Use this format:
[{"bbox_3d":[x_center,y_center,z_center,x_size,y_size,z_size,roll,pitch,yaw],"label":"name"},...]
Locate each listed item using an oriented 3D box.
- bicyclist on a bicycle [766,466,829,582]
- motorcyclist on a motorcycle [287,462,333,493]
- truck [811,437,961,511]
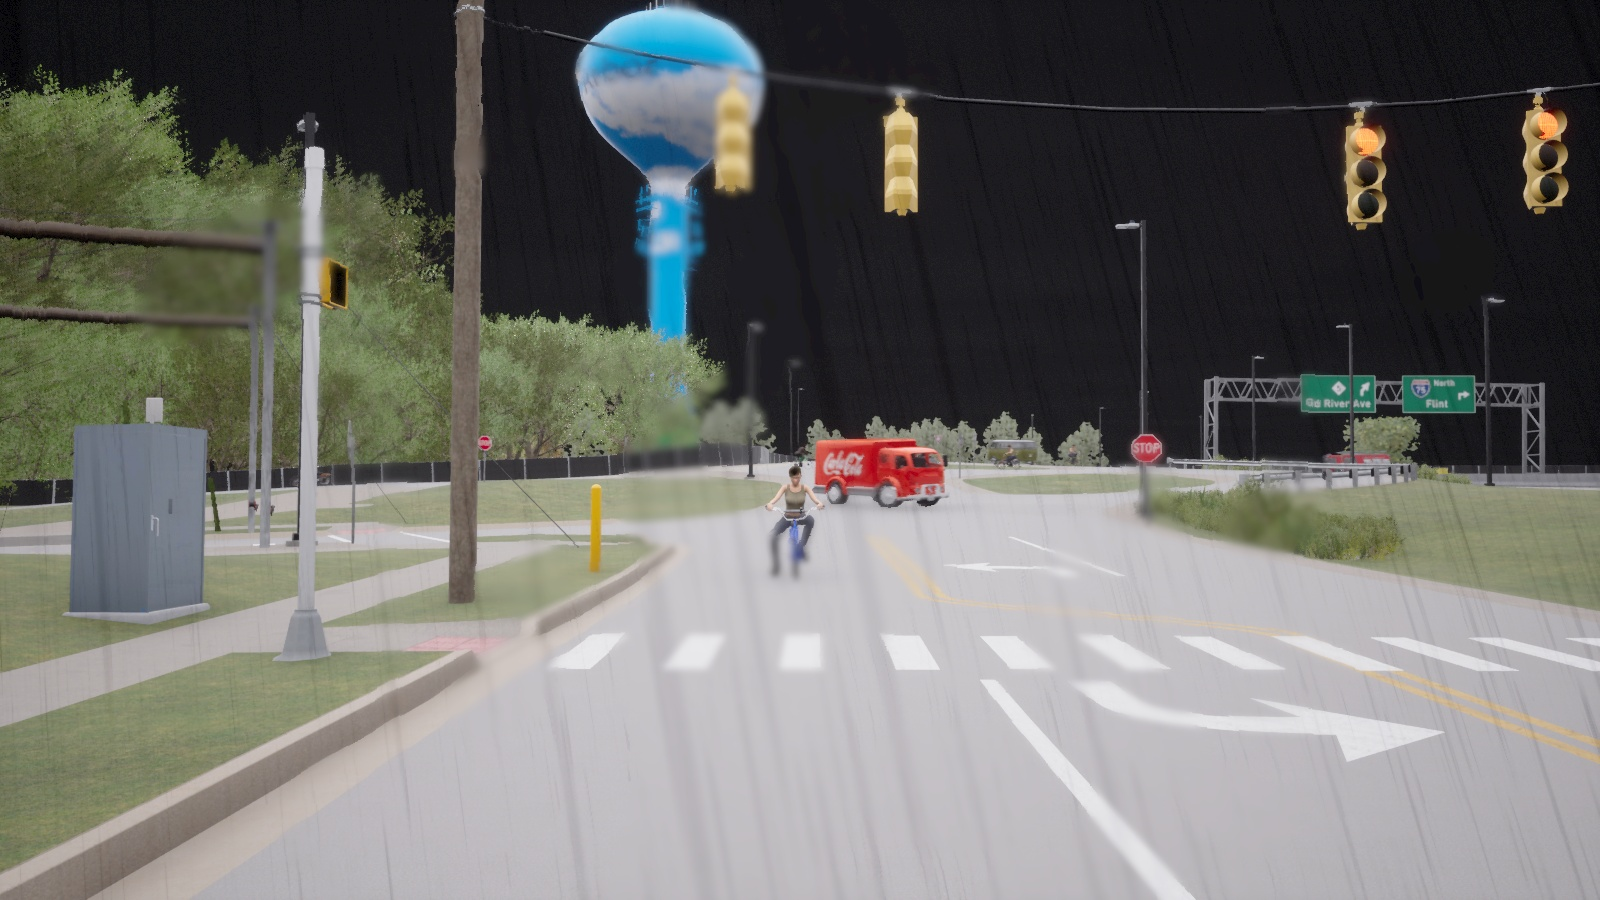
[{"bbox_3d":[-0.056,1.042,18.222,0.866,1.612,1.509,0,-1,-1],"label":"bicyclist on a bicycle"},{"bbox_3d":[-28.990,1.624,74.289,2.350,1.649,0.766,-3,1,-36],"label":"motorcyclist on a motorcycle"},{"bbox_3d":[3.098,0.811,46.406,2.627,2.467,5.204,-3,3,-39],"label":"truck"}]
